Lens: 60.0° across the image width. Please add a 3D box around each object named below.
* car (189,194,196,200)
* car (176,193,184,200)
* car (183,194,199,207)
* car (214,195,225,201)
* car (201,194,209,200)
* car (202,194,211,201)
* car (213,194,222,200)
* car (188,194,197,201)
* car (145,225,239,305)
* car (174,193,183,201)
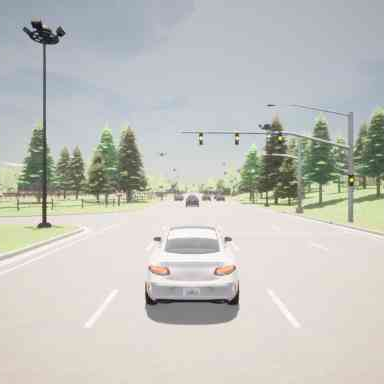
[{"bbox_3d":[0.121,1.332,92.892,1.837,1.490,4.892,0,0,0],"label":"car"},{"bbox_3d":[-3.379,1.187,92.866,2.097,1.767,4.553,0,0,0],"label":"car"},{"bbox_3d":[0.068,1.352,51.829,2.097,1.767,4.553,0,0,0],"label":"car"},{"bbox_3d":[7.108,1.517,82.463,2.128,1.511,4.902,0,0,0],"label":"car"},{"bbox_3d":[3.621,1.372,92.887,2.033,1.411,5.357,0,0,0],"label":"car"},{"bbox_3d":[3.608,1.348,82.854,2.097,1.767,4.553,0,0,0],"label":"car"},{"bbox_3d":[7.121,1.385,92.883,1.994,1.385,4.181,0,0,0],"label":"car"},{"bbox_3d":[0.108,1.348,82.858,2.097,1.767,4.553,0,0,0],"label":"car"},{"bbox_3d":[0.017,1.526,7.956,1.812,1.442,4.674,0,0,0],"label":"car"},{"bbox_3d":[-3.392,1.544,82.860,1.994,1.385,4.181,0,0,0],"label":"car"}]
